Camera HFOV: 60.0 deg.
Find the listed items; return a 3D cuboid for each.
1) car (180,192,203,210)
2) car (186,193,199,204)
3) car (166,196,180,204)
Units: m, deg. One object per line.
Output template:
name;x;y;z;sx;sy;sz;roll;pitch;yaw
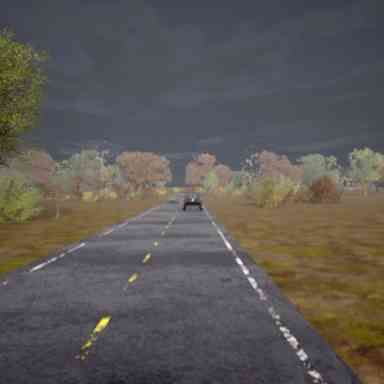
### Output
car;0.079;1.018;39.130;2.150;2.045;5.566;0;0;0
car;0.068;1.068;54.537;2.097;1.767;4.553;0;0;0
car;-3.083;1.280;54.513;1.994;1.385;4.181;0;0;0
